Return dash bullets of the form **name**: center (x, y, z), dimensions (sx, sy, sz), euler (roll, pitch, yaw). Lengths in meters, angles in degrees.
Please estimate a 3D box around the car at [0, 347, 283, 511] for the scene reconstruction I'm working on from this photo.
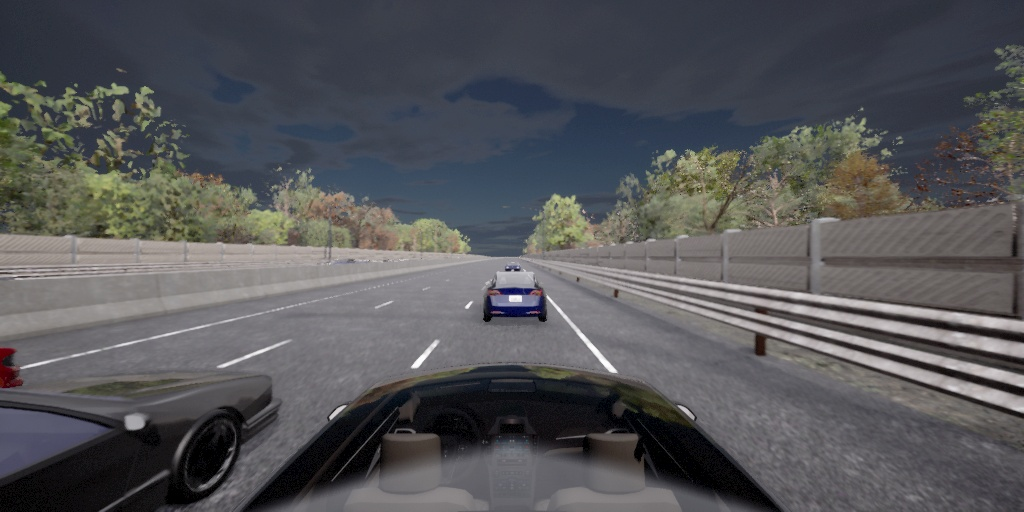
- **car**: center (-3.406, 1.297, 1.347), dimensions (2.033, 1.411, 5.357), euler (0, 0, 1)

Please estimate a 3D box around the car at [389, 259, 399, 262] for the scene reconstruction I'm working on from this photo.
- **car**: center (-17.513, 1.158, 52.332), dimensions (1.895, 1.301, 4.718), euler (0, 0, 0)

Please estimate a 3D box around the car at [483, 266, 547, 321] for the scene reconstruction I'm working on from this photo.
- **car**: center (0.097, 1.255, 12.502), dimensions (2.163, 1.488, 4.792), euler (0, 0, 0)

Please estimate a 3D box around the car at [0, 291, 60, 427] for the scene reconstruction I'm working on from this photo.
- **car**: center (-6.899, 1.228, 2.225), dimensions (1.882, 1.535, 5.008), euler (0, 0, 0)

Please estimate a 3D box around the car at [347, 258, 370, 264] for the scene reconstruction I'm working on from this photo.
- **car**: center (-21.033, 1.321, 50.672), dimensions (1.994, 1.385, 4.181), euler (0, 0, 0)

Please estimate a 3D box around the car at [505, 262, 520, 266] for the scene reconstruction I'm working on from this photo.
- **car**: center (0.089, 1.357, 43.299), dimensions (1.895, 1.301, 4.718), euler (0, 0, 0)

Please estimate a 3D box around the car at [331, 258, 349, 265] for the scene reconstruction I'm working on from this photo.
- **car**: center (-24.513, 1.121, 52.389), dimensions (2.097, 1.767, 4.553), euler (0, 0, 0)

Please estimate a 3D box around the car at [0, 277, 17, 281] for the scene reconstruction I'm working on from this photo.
- **car**: center (-17.603, 1.242, 10.487), dimensions (2.128, 1.511, 4.902), euler (0, 0, 0)
